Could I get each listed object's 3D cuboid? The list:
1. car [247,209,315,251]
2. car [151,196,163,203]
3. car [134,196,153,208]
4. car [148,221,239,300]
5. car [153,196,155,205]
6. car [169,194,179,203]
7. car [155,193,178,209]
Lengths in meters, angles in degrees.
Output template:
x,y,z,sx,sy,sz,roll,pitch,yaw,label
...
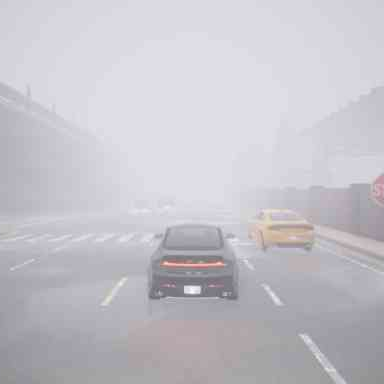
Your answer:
x,y,z,sx,sy,sz,roll,pitch,yaw,label
3.605,1.478,14.251,1.882,1.535,5.008,0,0,0,car
-7.317,1.539,70.694,2.033,1.411,5.357,0,0,-1,car
-7.007,1.601,46.880,1.895,1.301,4.718,0,0,-1,car
0.059,1.505,8.379,1.837,1.490,4.892,0,0,1,car
-7.171,1.477,57.355,1.882,1.535,5.008,0,0,-1,car
-3.818,1.355,70.759,2.097,1.767,4.553,0,0,-1,car
-3.498,1.221,46.815,2.150,2.045,5.566,0,0,-1,car
